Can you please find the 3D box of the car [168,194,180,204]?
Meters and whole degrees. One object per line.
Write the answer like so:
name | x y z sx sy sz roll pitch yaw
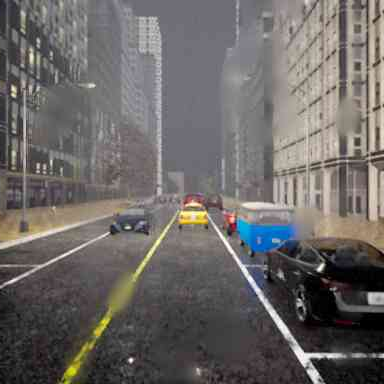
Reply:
car | -3.085 1.391 59.362 2.128 1.511 4.902 0 0 1

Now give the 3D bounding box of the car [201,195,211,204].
car | 2.655 1.414 63.939 1.752 1.417 4.829 0 0 0

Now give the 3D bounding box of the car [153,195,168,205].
car | -5.722 1.453 58.084 2.008 1.369 4.403 0 0 0

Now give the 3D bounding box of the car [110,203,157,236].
car | -3.111 1.541 18.098 1.994 1.385 4.181 0 0 0

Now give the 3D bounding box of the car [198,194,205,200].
car | 2.638 1.381 92.230 1.947 1.339 4.313 0 0 0

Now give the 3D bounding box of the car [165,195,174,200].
car | -5.739 1.382 86.545 2.008 1.369 4.403 0 0 0

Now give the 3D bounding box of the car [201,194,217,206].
car | 2.663 1.229 52.385 2.192 1.841 5.009 0 0 0

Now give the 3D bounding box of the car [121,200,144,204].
car | -5.705 1.484 29.451 1.752 1.417 4.829 0 0 0

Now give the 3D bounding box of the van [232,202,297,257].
van | 2.686 1.326 12.541 1.690 1.788 3.998 0 0 0

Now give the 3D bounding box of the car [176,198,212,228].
car | 0.088 1.428 21.612 1.801 1.575 5.366 0 0 0

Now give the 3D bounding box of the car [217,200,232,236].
car | 2.683 1.417 18.232 1.967 1.590 4.097 0 0 0

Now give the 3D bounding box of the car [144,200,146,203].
car | -5.709 1.499 35.315 2.008 1.369 4.403 0 0 0

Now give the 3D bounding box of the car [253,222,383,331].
car | 2.689 1.558 6.847 1.947 1.339 4.313 0 0 0

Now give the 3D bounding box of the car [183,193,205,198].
car | 0.075 1.161 40.566 2.150 2.045 5.566 0 0 0

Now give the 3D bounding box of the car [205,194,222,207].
car | 2.670 1.252 41.000 2.192 1.841 5.009 0 0 0

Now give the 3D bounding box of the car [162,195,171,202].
car | -5.732 1.443 75.160 1.802 1.307 4.206 0 0 0

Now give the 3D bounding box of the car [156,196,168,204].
car | -5.726 1.455 63.777 1.947 1.339 4.313 0 0 0
